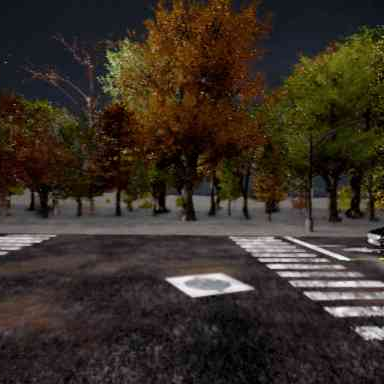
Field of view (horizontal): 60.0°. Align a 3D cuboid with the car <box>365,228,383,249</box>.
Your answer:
[{"bbox_3d":[9.810,1.812,14.040,4.674,1.442,1.812,1,-1,-3],"label":"car"}]
